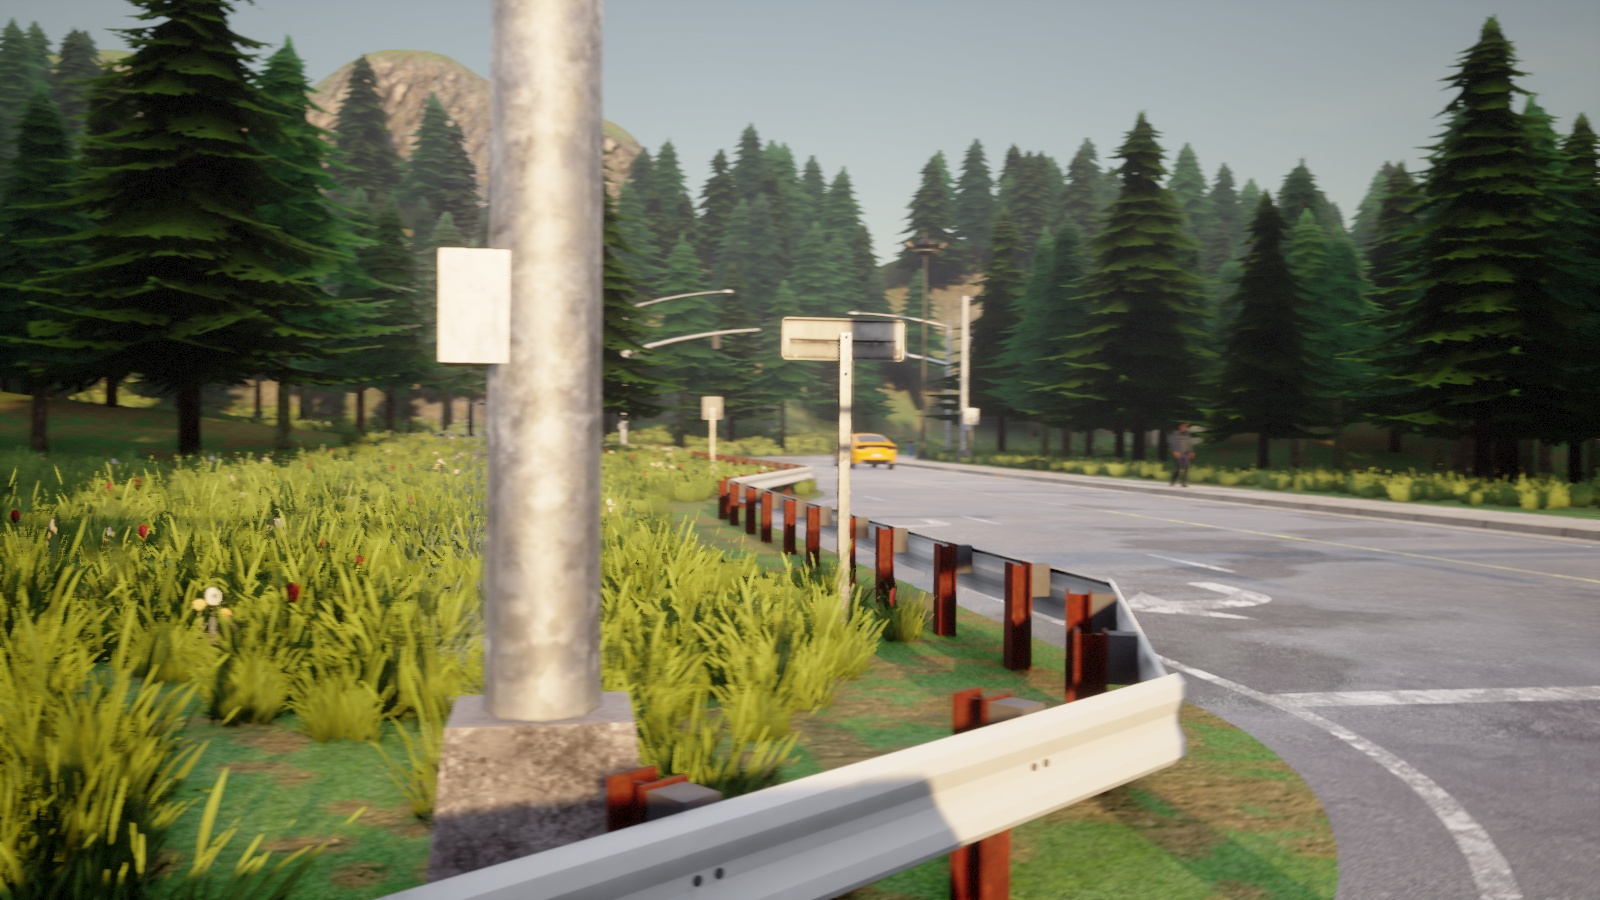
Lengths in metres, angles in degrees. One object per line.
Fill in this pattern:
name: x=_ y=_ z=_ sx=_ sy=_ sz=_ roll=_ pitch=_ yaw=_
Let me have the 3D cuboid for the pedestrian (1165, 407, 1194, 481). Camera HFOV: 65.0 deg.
pedestrian: x=10.096 y=-0.157 z=33.425 sx=0.423 sy=1.949 sz=0.788 roll=-1 pitch=1 yaw=-10

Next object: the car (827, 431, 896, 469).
car: x=2.579 y=-0.038 z=53.550 sx=1.882 sy=1.535 sz=5.008 roll=-1 pitch=1 yaw=-10
